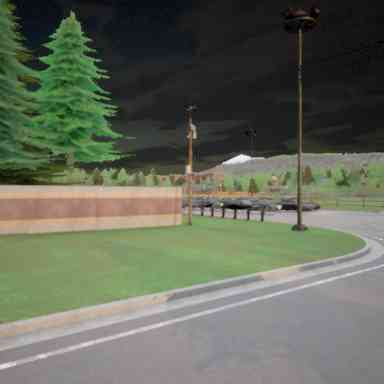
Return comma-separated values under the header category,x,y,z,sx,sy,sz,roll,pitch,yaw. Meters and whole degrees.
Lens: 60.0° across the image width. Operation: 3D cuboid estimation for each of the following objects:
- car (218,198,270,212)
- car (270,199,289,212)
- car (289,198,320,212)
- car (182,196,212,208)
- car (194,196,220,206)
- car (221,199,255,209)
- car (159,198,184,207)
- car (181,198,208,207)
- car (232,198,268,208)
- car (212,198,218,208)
category,x,y,z,sx,sy,sz,roll,pitch,yaw
car,5.393,1.495,35.037,1.882,1.535,5.008,0,0,-36
car,7.926,1.511,37.509,2.128,1.511,4.902,0,0,-36
car,11.706,1.527,38.256,1.837,1.490,4.892,0,0,-36
car,0.131,1.581,42.328,1.994,1.385,4.181,0,0,-36
car,2.452,1.530,57.214,1.837,1.490,4.892,0,0,-36
car,6.287,1.623,45.768,1.895,1.301,4.718,0,0,-36
car,-3.312,1.621,53.142,1.895,1.301,4.718,0,0,-35
car,0.338,1.623,54.092,1.895,1.301,4.718,0,0,-35
car,8.425,1.572,48.816,2.033,1.411,5.357,0,0,-36
car,2.536,1.511,44.985,2.128,1.511,4.902,0,0,-36
